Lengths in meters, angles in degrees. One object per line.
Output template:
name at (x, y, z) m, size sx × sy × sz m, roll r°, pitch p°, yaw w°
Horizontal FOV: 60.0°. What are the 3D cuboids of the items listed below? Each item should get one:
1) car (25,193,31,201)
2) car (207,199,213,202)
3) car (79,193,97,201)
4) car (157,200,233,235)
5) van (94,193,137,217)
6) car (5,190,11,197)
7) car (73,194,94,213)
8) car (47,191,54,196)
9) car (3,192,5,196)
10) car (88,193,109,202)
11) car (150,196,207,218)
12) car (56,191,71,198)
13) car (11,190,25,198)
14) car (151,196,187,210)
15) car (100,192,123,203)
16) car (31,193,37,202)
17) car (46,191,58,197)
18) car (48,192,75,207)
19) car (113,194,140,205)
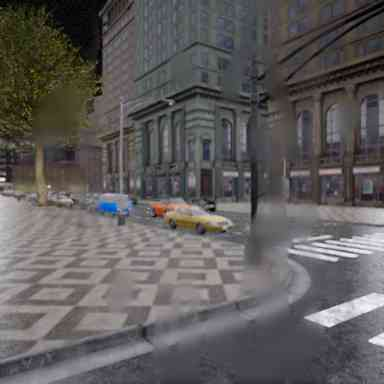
car at (-25.753, 0.814, 54.958) m, size 2.008 × 1.369 × 4.403 m, roll 1°, pitch 0°, yaw -35°
car at (0.618, 1.286, 32.312) m, size 1.947 × 1.339 × 4.313 m, roll 1°, pitch 0°, yaw -35°
car at (-18.786, 0.832, 59.871) m, size 1.802 × 1.307 × 4.206 m, roll 1°, pitch 0°, yaw -35°
car at (0.220, 1.382, 18.066) m, size 1.752 × 1.417 × 4.829 m, roll 1°, pitch 0°, yaw -35°
van at (-6.346, 1.075, 27.396) m, size 1.690 × 1.788 × 3.998 m, roll 1°, pitch 0°, yaw -35°
car at (-41.922, 0.314, 77.922) m, size 1.967 × 1.590 × 4.097 m, roll 1°, pitch 0°, yaw -35°
car at (-9.582, 1.214, 31.990) m, size 2.008 × 1.369 × 4.403 m, roll 1°, pitch 0°, yaw -35°
car at (-19.284, 0.976, 45.772) m, size 2.008 × 1.369 × 4.403 m, roll 1°, pitch 0°, yaw -35°
car at (-45.156, 0.238, 82.516) m, size 1.967 × 1.590 × 4.097 m, roll 1°, pitch 0°, yaw -35°
car at (-15.552, 0.881, 55.278) m, size 2.008 × 1.369 × 4.403 m, roll 1°, pitch 0°, yaw -35°
car at (-1.283, 1.137, 24.818) m, size 2.097 × 1.767 × 4.553 m, roll 0°, pitch 1°, yaw -35°
car at (-28.487, 0.558, 73.648) m, size 1.887 × 1.381 × 4.507 m, roll 1°, pitch 0°, yaw -35°
car at (-35.453, 0.467, 68.736) m, size 1.967 × 1.590 × 4.097 m, roll 1°, pitch 0°, yaw -35°
car at (-2.614, 1.194, 36.904) m, size 1.887 × 1.381 × 4.507 m, roll 1°, pitch 0°, yaw -35°
car at (-12.316, 0.851, 50.686) m, size 1.967 × 1.590 × 4.097 m, roll 1°, pitch 0°, yaw -35°
car at (-22.519, 0.894, 50.365) m, size 2.008 × 1.369 × 4.403 m, roll 1°, pitch 0°, yaw -35°
car at (-34.955, 0.442, 82.833) m, size 1.802 × 1.307 × 4.206 m, roll 1°, pitch 0°, yaw -35°
car at (-15.953, 1.035, 41.041) m, size 1.752 × 1.417 × 4.829 m, roll 1°, pitch 0°, yaw -35°
car at (-9.084, 1.044, 46.093) m, size 2.008 × 1.369 × 4.403 m, roll 1°, pitch 0°, yaw -35°
